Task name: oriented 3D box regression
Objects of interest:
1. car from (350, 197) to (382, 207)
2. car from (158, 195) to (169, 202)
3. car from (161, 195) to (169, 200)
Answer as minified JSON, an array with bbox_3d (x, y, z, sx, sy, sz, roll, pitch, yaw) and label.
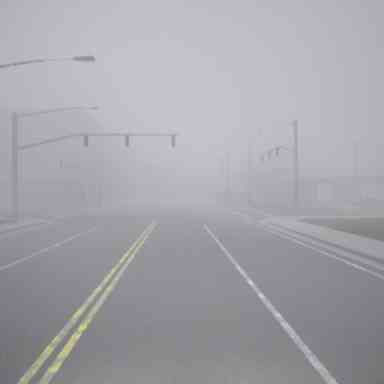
[{"bbox_3d":[25.052,1.383,47.853,4.181,1.385,1.994,0,0,-10],"label":"car"},{"bbox_3d":[-6.886,1.571,79.014,2.128,1.511,4.902,0,0,-2],"label":"car"},{"bbox_3d":[-7.571,1.589,94.801,2.033,1.411,5.357,0,0,-2],"label":"car"}]
